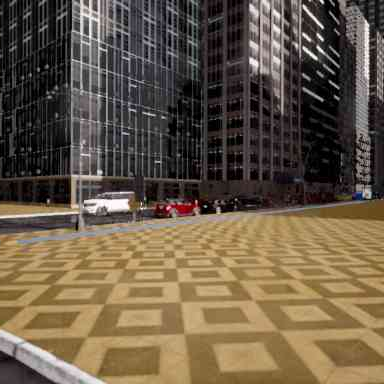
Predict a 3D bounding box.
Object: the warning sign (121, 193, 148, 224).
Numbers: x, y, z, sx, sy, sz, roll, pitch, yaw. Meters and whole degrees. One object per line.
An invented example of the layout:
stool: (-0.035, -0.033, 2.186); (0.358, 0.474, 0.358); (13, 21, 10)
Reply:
warning sign: (-3.587, 0.977, 20.687); (1.300, 1.860, 1.060); (0, 0, 40)

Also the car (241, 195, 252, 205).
car: (9.925, 1.133, 48.970); (2.033, 1.411, 5.357); (0, 1, 41)

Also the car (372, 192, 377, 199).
car: (39.446, 0.848, 74.737); (2.008, 1.369, 4.403); (1, 1, 40)

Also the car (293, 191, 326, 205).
car: (17.285, 0.886, 48.774); (2.192, 1.841, 5.009); (1, 1, 40)

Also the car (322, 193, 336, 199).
car: (33.085, 0.829, 80.194); (1.947, 1.339, 4.313); (1, 1, 40)

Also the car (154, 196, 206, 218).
car: (-1.089, 1.241, 27.065); (1.967, 1.590, 4.097); (1, 1, 40)

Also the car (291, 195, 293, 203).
car: (17.082, 1.028, 52.693); (2.128, 1.511, 4.902); (0, 1, 40)

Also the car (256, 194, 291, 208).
car: (9.897, 1.244, 40.125); (1.802, 1.307, 4.206); (1, 1, 40)

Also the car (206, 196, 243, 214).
car: (2.561, 1.320, 31.429); (1.947, 1.339, 4.313); (1, 1, 40)

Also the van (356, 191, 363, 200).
van: (35.754, 0.683, 70.407); (1.690, 1.788, 3.998); (1, 1, 40)

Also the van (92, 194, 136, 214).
van: (-7.635, 1.107, 32.678); (1.690, 1.788, 3.998); (1, 1, 40)

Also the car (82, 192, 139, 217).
car: (-7.047, 1.016, 29.202); (2.150, 2.045, 5.566); (0, 1, 40)

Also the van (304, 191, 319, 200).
van: (25.699, 0.695, 71.537); (1.690, 1.788, 3.998); (1, 1, 40)

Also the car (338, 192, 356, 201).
car: (28.476, 0.957, 61.886); (1.752, 1.417, 4.829); (1, 1, 40)

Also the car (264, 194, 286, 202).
car: (14.617, 1.057, 58.560); (1.947, 1.339, 4.313); (1, 1, 40)

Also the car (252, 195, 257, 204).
car: (10.802, 1.163, 45.260); (2.033, 1.411, 5.357); (0, 1, 41)

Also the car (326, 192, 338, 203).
car: (20.979, 0.840, 53.100); (2.192, 1.841, 5.009); (1, 1, 40)

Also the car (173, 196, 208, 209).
car: (-0.164, 1.219, 41.260); (1.887, 1.381, 4.507); (1, 1, 40)
